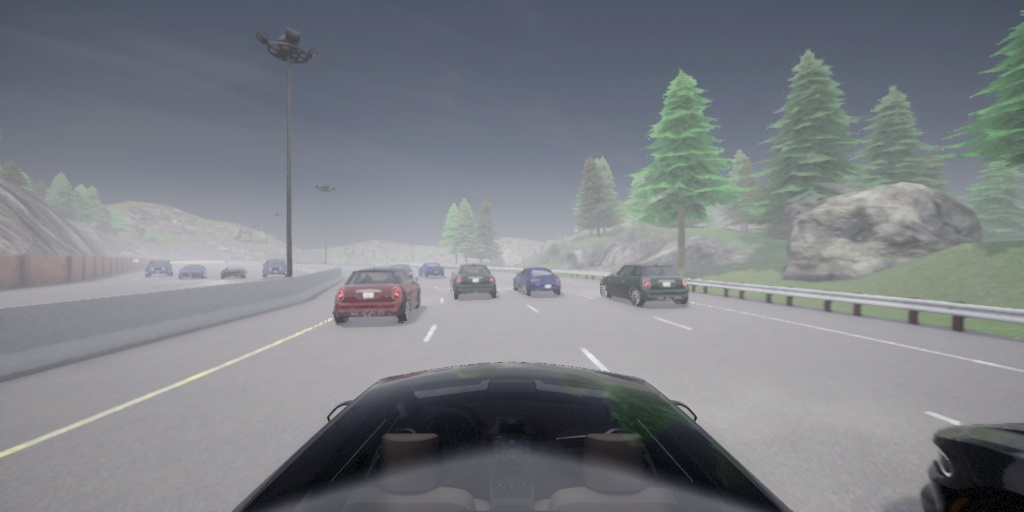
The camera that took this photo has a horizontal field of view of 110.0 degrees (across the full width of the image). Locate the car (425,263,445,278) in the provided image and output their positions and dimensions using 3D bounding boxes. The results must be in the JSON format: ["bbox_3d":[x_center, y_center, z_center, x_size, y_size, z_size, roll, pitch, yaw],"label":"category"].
[{"bbox_3d":[-8.402,1.423,37.112,1.882,1.535,5.008,0,0,-26],"label":"car"}]

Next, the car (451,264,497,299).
[{"bbox_3d":[-2.138,1.184,19.065,2.097,1.767,4.553,0,0,-12],"label":"car"}]

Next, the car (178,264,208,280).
[{"bbox_3d":[-32.546,1.597,36.693,1.882,1.535,5.008,0,0,-36],"label":"car"}]

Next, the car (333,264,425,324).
[{"bbox_3d":[-4.470,1.176,12.568,2.097,1.767,4.553,0,0,-8],"label":"car"}]

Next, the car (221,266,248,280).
[{"bbox_3d":[-28.007,1.686,36.224,1.895,1.301,4.718,0,0,-33],"label":"car"}]

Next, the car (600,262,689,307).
[{"bbox_3d":[5.606,1.115,15.807,2.097,1.767,4.553,0,0,-8],"label":"car"}]

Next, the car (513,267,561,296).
[{"bbox_3d":[1.300,1.335,19.815,1.812,1.442,4.674,0,0,-12],"label":"car"}]

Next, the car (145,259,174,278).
[{"bbox_3d":[-41.177,1.424,41.950,2.150,2.045,5.566,0,0,-41],"label":"car"}]

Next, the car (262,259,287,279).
[{"bbox_3d":[-25.299,1.298,38.439,2.150,2.045,5.566,0,-1,-33],"label":"car"}]

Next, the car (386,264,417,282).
[{"bbox_3d":[-10.328,1.492,33.198,2.033,1.411,5.357,0,0,-24],"label":"car"}]
